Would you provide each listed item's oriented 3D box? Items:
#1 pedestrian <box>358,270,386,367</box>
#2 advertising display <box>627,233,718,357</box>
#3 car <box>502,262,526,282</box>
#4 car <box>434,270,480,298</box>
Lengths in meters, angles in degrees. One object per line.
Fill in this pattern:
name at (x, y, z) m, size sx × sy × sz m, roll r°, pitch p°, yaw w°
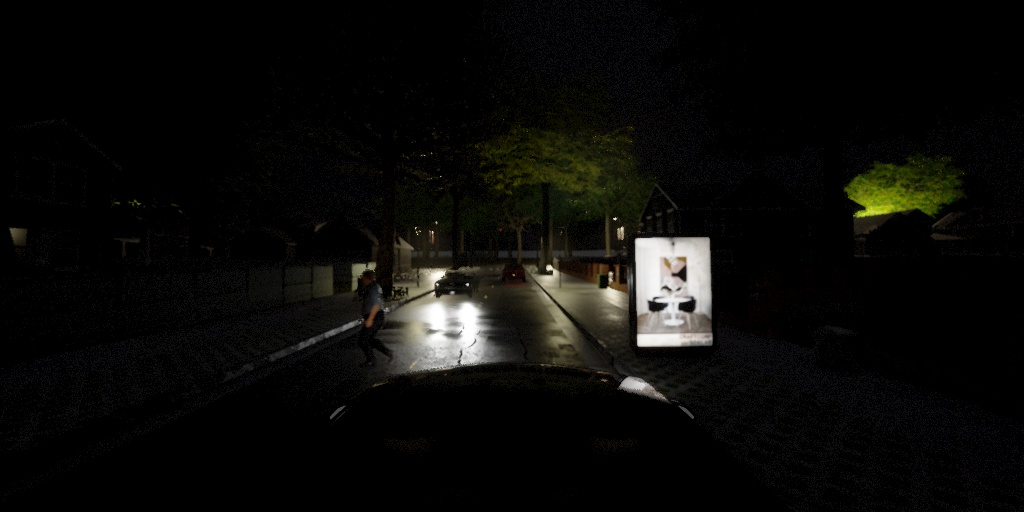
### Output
pedestrian at (-2.555, 1.074, 6.526) m, size 0.375 × 1.860 × 0.375 m, roll 1°, pitch -1°, yaw -15°
advertising display at (3.020, 0.806, 6.732) m, size 1.540 × 2.440 × 0.280 m, roll 0°, pitch 0°, yaw 0°
car at (0.154, 1.357, 30.768) m, size 1.882 × 1.535 × 5.008 m, roll 0°, pitch 0°, yaw 0°
car at (-2.813, 1.444, 19.173) m, size 1.895 × 1.301 × 4.718 m, roll 0°, pitch 0°, yaw 0°
